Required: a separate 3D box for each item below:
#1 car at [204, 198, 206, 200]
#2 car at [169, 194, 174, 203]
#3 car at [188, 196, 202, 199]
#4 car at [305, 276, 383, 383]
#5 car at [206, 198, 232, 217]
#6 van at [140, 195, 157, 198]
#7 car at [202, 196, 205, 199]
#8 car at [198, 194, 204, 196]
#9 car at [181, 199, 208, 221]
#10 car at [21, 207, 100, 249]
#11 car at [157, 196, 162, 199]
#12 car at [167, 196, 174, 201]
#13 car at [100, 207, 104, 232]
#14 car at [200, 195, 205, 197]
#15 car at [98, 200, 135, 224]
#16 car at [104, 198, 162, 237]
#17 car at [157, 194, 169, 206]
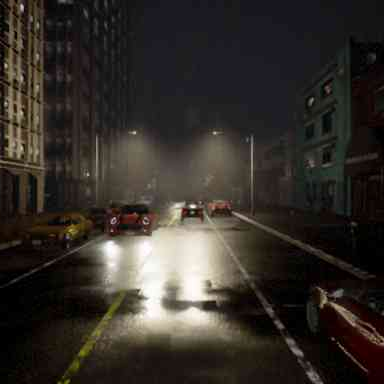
[{"bbox_3d":[2.592,1.648,37.010,1.802,1.307,4.206,0,0,0],"label":"car"},{"bbox_3d":[-5.893,1.471,75.749,2.192,1.841,5.009,0,0,0],"label":"car"},{"bbox_3d":[-0.020,1.584,44.127,1.837,1.490,4.892,0,0,0],"label":"car"},{"bbox_3d":[2.681,1.588,3.788,1.802,1.307,4.206,0,0,0],"label":"car"},{"bbox_3d":[2.607,1.495,31.473,1.967,1.590,4.097,0,0,0],"label":"car"},{"bbox_3d":[-5.804,1.417,42.526,1.690,1.788,3.998,0,0,0],"label":"van"},{"bbox_3d":[2.577,1.622,42.547,1.887,1.381,4.507,0,0,0],"label":"car"},{"bbox_3d":[2.458,1.502,86.844,2.192,1.841,5.009,0,0,0],"label":"car"},{"bbox_3d":[0.024,1.595,27.678,2.033,1.411,5.357,0,0,0],"label":"car"},{"bbox_3d":[-5.729,1.548,14.672,1.752,1.417,4.829,0,0,0],"label":"car"},{"bbox_3d":[-5.819,1.633,48.063,1.887,1.381,4.507,0,0,0],"label":"car"},{"bbox_3d":[-5.938,1.726,92.189,1.752,1.417,4.829,0,0,0],"label":"car"},{"bbox_3d":[-5.744,1.615,20.378,1.802,1.307,4.206,0,0,0],"label":"car"},{"bbox_3d":[2.532,1.681,59.158,1.947,1.339,4.313,0,0,0],"label":"car"},{"bbox_3d":[-5.759,1.484,25.916,1.967,1.590,4.097,0,0,0],"label":"car"},{"bbox_3d":[-3.050,1.423,18.171,2.097,1.767,4.553,0,0,0],"label":"car"},{"bbox_3d":[-5.848,1.429,59.138,2.192,1.841,5.009,0,0,0],"label":"car"}]
